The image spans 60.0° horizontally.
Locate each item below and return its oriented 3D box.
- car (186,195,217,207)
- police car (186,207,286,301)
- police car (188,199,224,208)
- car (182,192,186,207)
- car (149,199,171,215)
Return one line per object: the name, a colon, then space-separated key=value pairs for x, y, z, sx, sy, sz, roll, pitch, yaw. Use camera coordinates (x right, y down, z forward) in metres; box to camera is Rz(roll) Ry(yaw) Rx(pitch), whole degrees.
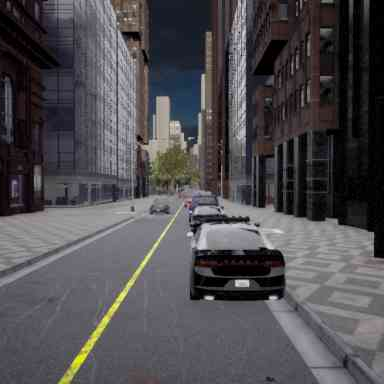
car: x=0.873 y=1.208 z=24.419 sx=2.150 sy=2.045 sz=5.566 roll=0 pitch=0 yaw=0
police car: x=0.891 y=1.421 z=8.499 sx=1.930 sy=1.638 sz=5.238 roll=0 pitch=0 yaw=0
police car: x=0.879 y=1.414 z=18.500 sx=1.930 sy=1.638 sz=5.238 roll=0 pitch=0 yaw=0
car: x=-0.006 y=1.302 z=48.728 sx=2.097 sy=1.767 sz=4.553 roll=0 pitch=0 yaw=0
car: x=-3.137 y=1.477 z=33.377 sx=1.837 sy=1.490 sz=4.892 roll=0 pitch=0 yaw=0
